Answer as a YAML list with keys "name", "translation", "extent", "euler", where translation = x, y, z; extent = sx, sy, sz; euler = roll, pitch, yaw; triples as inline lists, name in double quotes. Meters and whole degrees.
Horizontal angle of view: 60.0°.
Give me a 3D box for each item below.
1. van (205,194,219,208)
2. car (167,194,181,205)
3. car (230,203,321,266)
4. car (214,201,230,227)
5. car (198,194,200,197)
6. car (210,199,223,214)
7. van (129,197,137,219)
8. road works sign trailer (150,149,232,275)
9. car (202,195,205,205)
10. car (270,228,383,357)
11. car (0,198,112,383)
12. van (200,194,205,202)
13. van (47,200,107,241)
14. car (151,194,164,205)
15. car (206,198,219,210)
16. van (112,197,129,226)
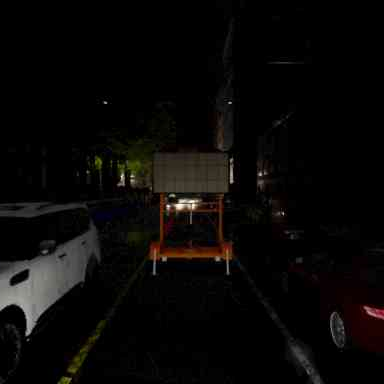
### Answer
- name: "van"
  translation: [2.738, 1.307, 39.790]
  extent: [1.690, 1.788, 3.998]
  euler: [0, 0, 0]
- name: "car"
  translation: [-3.246, 1.462, 56.726]
  extent: [1.812, 1.442, 4.674]
  euler: [0, 0, 0]
- name: "car"
  translation: [2.822, 1.311, 11.488]
  extent: [2.192, 1.841, 5.009]
  euler: [0, 0, 0]
- name: "car"
  translation: [2.790, 1.532, 22.809]
  extent: [1.887, 1.381, 4.507]
  euler: [0, 0, 0]
- name: "car"
  translation: [2.672, 1.490, 62.432]
  extent: [1.947, 1.339, 4.313]
  euler: [0, 0, 0]
- name: "car"
  translation: [2.773, 1.563, 28.469]
  extent: [1.802, 1.307, 4.206]
  euler: [0, 0, 0]
- name: "van"
  translation: [-5.753, 1.322, 28.416]
  extent: [1.690, 1.788, 3.998]
  euler: [0, 0, 0]
- name: "road works sign trailer"
  translation: [-0.029, 0.461, 10.433]
  extent: [2.380, 3.560, 2.880]
  euler: [0, 0, 0]
- name: "car"
  translation: [2.722, 1.502, 45.451]
  extent: [1.887, 1.381, 4.507]
  euler: [0, 0, 0]
- name: "car"
  translation: [2.840, 1.581, 5.827]
  extent: [1.802, 1.307, 4.206]
  euler: [0, 0, 0]
- name: "car"
  translation: [-3.112, 1.220, 5.425]
  extent: [2.150, 2.045, 5.566]
  euler: [0, 0, 0]
- name: "van"
  translation: [2.688, 1.277, 56.771]
  extent: [1.690, 1.788, 3.998]
  euler: [0, 0, 0]
- name: "van"
  translation: [-5.719, 1.334, 17.100]
  extent: [1.690, 1.788, 3.998]
  euler: [0, 0, 0]
- name: "car"
  translation: [-5.836, 1.251, 56.705]
  extent: [2.192, 1.841, 5.009]
  euler: [0, 0, 0]
- name: "car"
  translation: [2.756, 1.556, 34.130]
  extent: [1.802, 1.307, 4.206]
  euler: [0, 0, 0]
- name: "van"
  translation: [-5.736, 1.329, 22.758]
  extent: [1.690, 1.788, 3.998]
  euler: [0, 0, 0]
